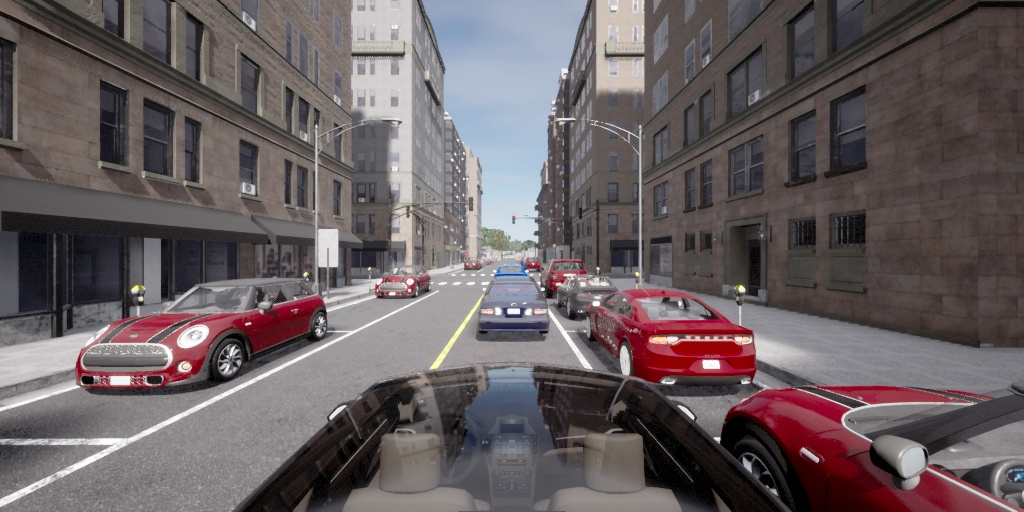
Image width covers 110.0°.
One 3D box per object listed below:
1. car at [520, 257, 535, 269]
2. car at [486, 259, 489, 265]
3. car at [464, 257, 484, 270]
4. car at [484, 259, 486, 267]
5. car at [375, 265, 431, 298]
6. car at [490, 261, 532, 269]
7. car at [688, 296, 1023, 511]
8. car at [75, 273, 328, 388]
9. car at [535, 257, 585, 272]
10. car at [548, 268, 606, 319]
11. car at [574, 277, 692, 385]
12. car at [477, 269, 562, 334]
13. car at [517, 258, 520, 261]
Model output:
[{"bbox_3d":[2.546,1.062,45.381,2.192,1.841,5.009,0,0,0],"label":"car"},{"bbox_3d":[-5.628,1.296,61.862,2.007,1.370,4.403,0,0,0],"label":"car"},{"bbox_3d":[-5.593,1.061,50.855,2.192,1.841,5.009,0,0,0],"label":"car"},{"bbox_3d":[-5.610,1.312,56.358,1.948,1.339,4.313,0,0,0],"label":"car"},{"bbox_3d":[-5.445,1.189,18.296,1.967,1.591,4.097,0,0,0],"label":"car"},{"bbox_3d":[-0.064,1.227,20.436,1.882,1.535,5.008,0,0,0],"label":"car"},{"bbox_3d":[2.642,1.190,1.279,1.967,1.591,4.097,0,0,0],"label":"car"},{"bbox_3d":[-5.404,1.190,6.931,1.967,1.591,4.097,0,0,0],"label":"car"},{"bbox_3d":[2.580,1.064,18.325,2.192,1.841,5.009,0,0,0],"label":"car"},{"bbox_3d":[2.601,1.300,12.643,2.007,1.370,4.403,0,0,0],"label":"car"},{"bbox_3d":[2.621,1.295,6.961,1.888,1.381,4.507,0,0,0],"label":"car"},{"bbox_3d":[0.047,1.297,10.617,2.033,1.411,5.357,0,0,0],"label":"car"},{"bbox_3d":[2.474,1.060,61.893,2.192,1.841,5.009,0,0,0],"label":"car"}]
